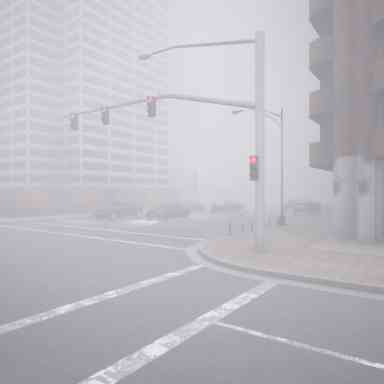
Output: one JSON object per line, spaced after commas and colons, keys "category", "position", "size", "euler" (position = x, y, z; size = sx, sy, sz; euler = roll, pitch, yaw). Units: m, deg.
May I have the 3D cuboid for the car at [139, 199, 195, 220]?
{"category": "car", "position": [-2.010, 1.564, 27.850], "size": [1.994, 1.385, 4.181], "euler": [0, 0, 35]}

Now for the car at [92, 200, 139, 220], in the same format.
{"category": "car", "position": [-6.120, 1.505, 28.090], "size": [1.837, 1.490, 4.892], "euler": [0, 0, 35]}

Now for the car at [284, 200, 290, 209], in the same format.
{"category": "car", "position": [13.581, 1.564, 43.656], "size": [1.994, 1.385, 4.181], "euler": [0, 0, 35]}

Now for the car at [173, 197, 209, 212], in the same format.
{"category": "car", "position": [-0.401, 1.564, 36.217], "size": [1.994, 1.385, 4.181], "euler": [0, 0, 35]}

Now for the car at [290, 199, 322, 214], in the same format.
{"category": "car", "position": [12.693, 1.478, 36.263], "size": [1.882, 1.535, 5.008], "euler": [0, 0, 35]}

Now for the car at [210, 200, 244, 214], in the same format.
{"category": "car", "position": [3.861, 1.601, 36.186], "size": [1.895, 1.301, 4.718], "euler": [0, 0, 35]}
